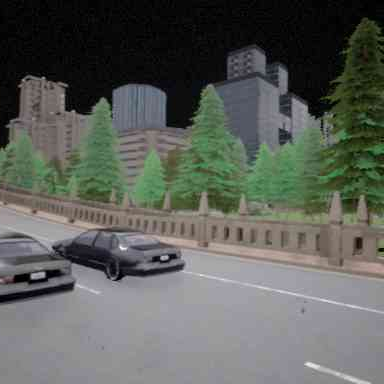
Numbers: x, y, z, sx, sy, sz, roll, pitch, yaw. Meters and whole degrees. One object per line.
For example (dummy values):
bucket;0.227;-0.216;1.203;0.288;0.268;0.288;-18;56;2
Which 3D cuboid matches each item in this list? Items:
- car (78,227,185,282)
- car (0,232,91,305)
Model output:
car;-2.660;1.880;10.994;5.357;1.411;2.033;0;-2;41
car;-4.998;1.726;8.393;5.357;1.411;2.033;0;-2;41
